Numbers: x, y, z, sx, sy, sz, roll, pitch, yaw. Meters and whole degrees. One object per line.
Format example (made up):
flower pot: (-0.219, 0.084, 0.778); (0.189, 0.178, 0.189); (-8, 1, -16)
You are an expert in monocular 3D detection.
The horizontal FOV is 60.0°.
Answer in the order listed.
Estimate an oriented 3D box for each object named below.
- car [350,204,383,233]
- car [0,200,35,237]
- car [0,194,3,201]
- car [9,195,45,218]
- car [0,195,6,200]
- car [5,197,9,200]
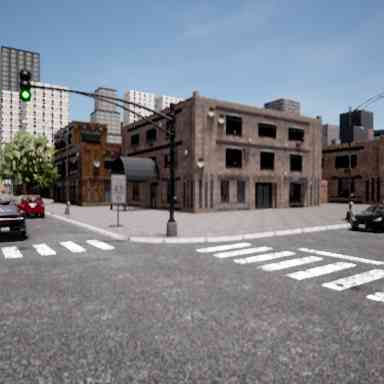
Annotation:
car: (10.381, 1.337, 17.920); (4.313, 1.339, 1.947); (-1, 1, -33)
car: (-9.491, 1.398, 16.597); (2.128, 1.511, 4.902); (0, 0, -33)
car: (-40.739, 1.195, 69.504); (1.752, 1.417, 4.829); (0, 0, -33)
car: (-13.573, 1.174, 27.648); (2.192, 1.841, 5.009); (0, 0, -33)
car: (-22.599, 1.354, 41.554); (1.947, 1.339, 4.313); (0, 0, -33)
car: (-16.583, 1.401, 32.284); (1.947, 1.339, 4.313); (0, 0, -33)
